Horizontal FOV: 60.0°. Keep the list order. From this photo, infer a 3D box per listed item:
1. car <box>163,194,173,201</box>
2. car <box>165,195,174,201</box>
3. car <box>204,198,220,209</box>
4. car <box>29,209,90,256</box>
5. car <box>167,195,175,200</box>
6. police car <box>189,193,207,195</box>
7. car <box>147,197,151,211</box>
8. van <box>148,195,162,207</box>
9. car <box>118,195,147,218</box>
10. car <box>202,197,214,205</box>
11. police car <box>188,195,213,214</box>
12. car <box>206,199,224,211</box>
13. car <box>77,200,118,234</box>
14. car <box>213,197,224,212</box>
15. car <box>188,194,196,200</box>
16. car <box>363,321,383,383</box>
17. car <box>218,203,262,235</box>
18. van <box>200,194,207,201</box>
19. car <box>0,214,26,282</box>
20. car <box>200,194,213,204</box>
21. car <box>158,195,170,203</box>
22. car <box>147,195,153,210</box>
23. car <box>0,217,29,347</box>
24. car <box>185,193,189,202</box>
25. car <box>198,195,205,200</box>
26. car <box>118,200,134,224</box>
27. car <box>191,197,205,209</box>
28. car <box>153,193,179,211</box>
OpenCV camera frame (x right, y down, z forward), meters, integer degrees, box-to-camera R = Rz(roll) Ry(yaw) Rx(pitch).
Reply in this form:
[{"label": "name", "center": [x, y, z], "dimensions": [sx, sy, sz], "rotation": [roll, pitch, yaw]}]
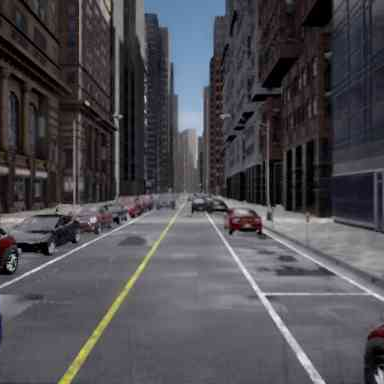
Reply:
[{"label": "car", "center": [-5.793, 1.408, 80.320], "dimensions": [1.967, 1.590, 4.097], "rotation": [0, 0, 0]}, {"label": "car", "center": [-5.796, 1.550, 85.922], "dimensions": [1.802, 1.307, 4.206], "rotation": [0, 0, 0]}, {"label": "car", "center": [2.746, 1.521, 46.726], "dimensions": [2.008, 1.369, 4.403], "rotation": [0, 0, 0]}, {"label": "car", "center": [-5.765, 1.556, 13.100], "dimensions": [1.947, 1.339, 4.313], "rotation": [0, 0, 0]}, {"label": "car", "center": [-5.798, 1.535, 91.524], "dimensions": [1.947, 1.339, 4.313], "rotation": [0, 0, 0]}, {"label": "police car", "center": [0.879, 1.395, 51.483], "dimensions": [1.930, 1.638, 5.238], "rotation": [0, 0, 0]}, {"label": "car", "center": [-5.774, 1.557, 35.506], "dimensions": [1.802, 1.307, 4.206], "rotation": [0, 0, 0]}, {"label": "van", "center": [-5.781, 1.310, 52.311], "dimensions": [1.690, 1.788, 3.998], "rotation": [0, 0, 0]}, {"label": "car", "center": [-5.771, 1.294, 29.905], "dimensions": [2.192, 1.841, 5.009], "rotation": [0, 0, 0]}, {"label": "car", "center": [2.741, 1.550, 57.931], "dimensions": [1.802, 1.307, 4.206], "rotation": [0, 0, 0]}, {"label": "police car", "center": [0.845, 1.401, 35.480], "dimensions": [1.930, 1.638, 5.238], "rotation": [0, 0, 0]}, {"label": "car", "center": [2.748, 1.539, 41.125], "dimensions": [1.947, 1.339, 4.313], "rotation": [0, 0, 0]}, {"label": "car", "center": [-5.767, 1.427, 18.701], "dimensions": [1.967, 1.590, 4.097], "rotation": [0, 0, 0]}, {"label": "car", "center": [2.751, 1.541, 35.523], "dimensions": [1.947, 1.339, 4.313], "rotation": [0, 0, 0]}, {"label": "car", "center": [-0.036, 1.340, 89.028], "dimensions": [2.128, 1.511, 4.902], "rotation": [0, 0, 0]}, {"label": "car", "center": [2.766, 1.439, 1.910], "dimensions": [1.967, 1.590, 4.097], "rotation": [0, 0, 0]}, {"label": "car", "center": [2.758, 1.531, 18.716], "dimensions": [1.887, 1.381, 4.507], "rotation": [0, 0, 0]}, {"label": "van", "center": [2.732, 1.309, 80.339], "dimensions": [1.690, 1.788, 3.998], "rotation": [0, 0, 0]}, {"label": "car", "center": [-5.762, 1.435, 7.498], "dimensions": [1.967, 1.590, 4.097], "rotation": [0, 0, 0]}, {"label": "car", "center": [2.740, 1.283, 63.533], "dimensions": [2.192, 1.841, 5.009], "rotation": [0, 0, 0]}, {"label": "car", "center": [-5.788, 1.408, 69.117], "dimensions": [1.967, 1.590, 4.097], "rotation": [0, 0, 0]}, {"label": "car", "center": [-5.776, 1.288, 41.108], "dimensions": [2.192, 1.841, 5.009], "rotation": [0, 0, 0]}, {"label": "car", "center": [-3.101, 1.220, 1.298], "dimensions": [2.150, 2.045, 5.566], "rotation": [0, 0, 0]}, {"label": "car", "center": [-0.028, 1.393, 70.153], "dimensions": [1.994, 1.385, 4.181], "rotation": [0, 0, 0]}, {"label": "car", "center": [2.727, 1.551, 91.544], "dimensions": [1.802, 1.307, 4.206], "rotation": [0, 0, 0]}, {"label": "car", "center": [-5.770, 1.548, 24.303], "dimensions": [1.947, 1.339, 4.313], "rotation": [0, 0, 0]}, {"label": "car", "center": [0.822, 1.476, 45.373], "dimensions": [1.837, 1.490, 4.892], "rotation": [0, 0, 0]}, {"label": "car", "center": [-3.111, 1.194, 40.652], "dimensions": [2.150, 2.045, 5.566], "rotation": [0, 0, 0]}]
